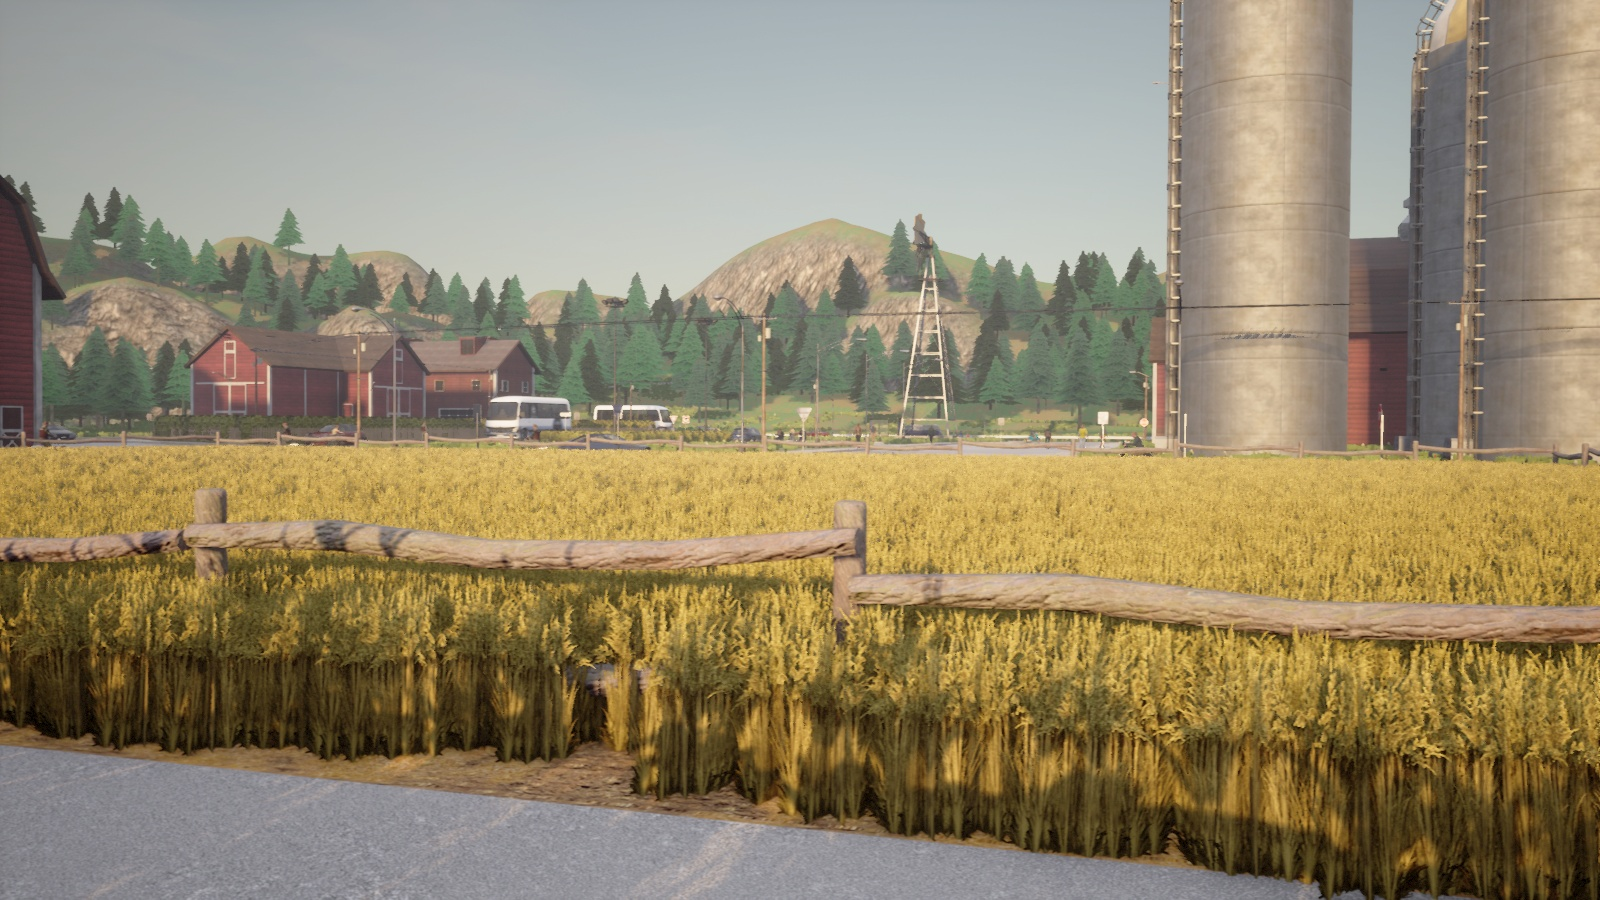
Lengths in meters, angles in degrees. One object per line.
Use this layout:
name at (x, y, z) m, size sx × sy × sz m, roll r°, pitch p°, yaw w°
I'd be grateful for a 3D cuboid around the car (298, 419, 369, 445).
car at (-33.001, -1.303, 88.961) m, size 2.097 × 1.767 × 4.553 m, roll 1°, pitch 1°, yaw 23°

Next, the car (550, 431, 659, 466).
car at (-8.382, -0.097, 54.014) m, size 4.181 × 1.385 × 1.994 m, roll 1°, pitch 1°, yaw 18°
